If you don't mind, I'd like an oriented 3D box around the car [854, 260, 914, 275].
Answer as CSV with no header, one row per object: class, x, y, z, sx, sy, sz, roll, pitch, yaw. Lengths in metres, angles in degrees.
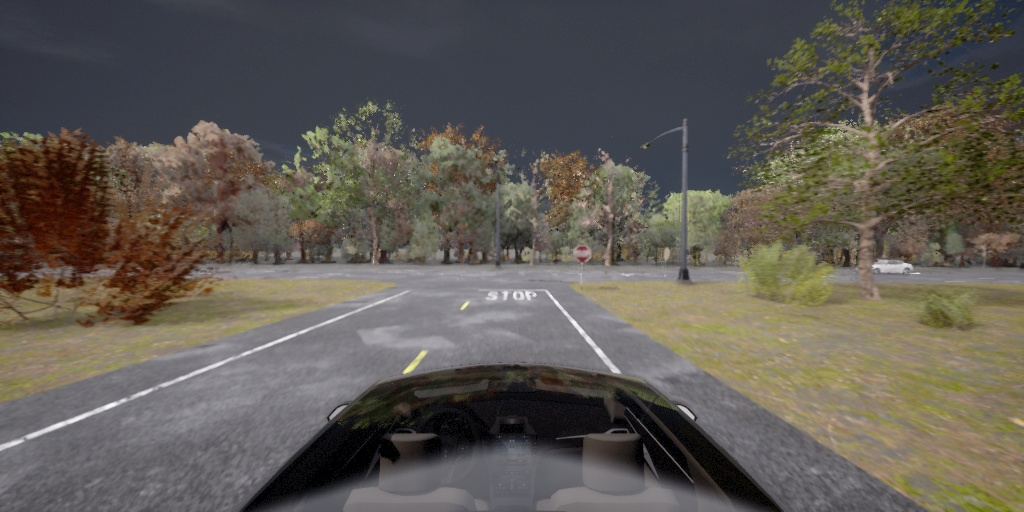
car,36.414,1.097,35.106,4.674,1.442,1.812,-1,1,0
